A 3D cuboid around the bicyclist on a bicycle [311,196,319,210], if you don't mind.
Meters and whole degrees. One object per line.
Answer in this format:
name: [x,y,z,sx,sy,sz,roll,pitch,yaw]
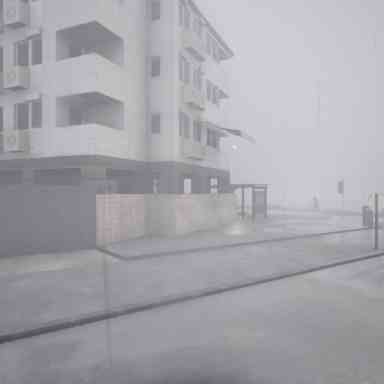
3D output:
bicyclist on a bicycle: [14.652,1.349,39.554,1.656,1.620,0.582,0,0,-35]
